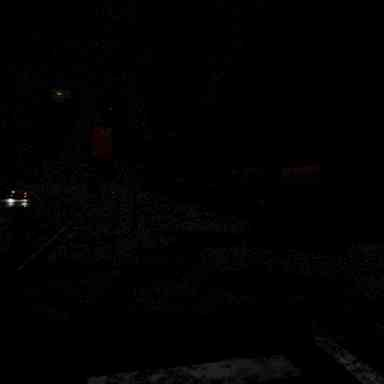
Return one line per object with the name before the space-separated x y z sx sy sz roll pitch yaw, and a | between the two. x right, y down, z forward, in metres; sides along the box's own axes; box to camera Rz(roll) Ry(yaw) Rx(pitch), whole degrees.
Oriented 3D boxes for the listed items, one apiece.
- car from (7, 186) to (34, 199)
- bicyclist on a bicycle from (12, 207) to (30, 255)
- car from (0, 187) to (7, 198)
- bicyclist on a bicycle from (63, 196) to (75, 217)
car | -23.356 0.009 45.953 2.097 1.767 4.553 2 1 -14
bicyclist on a bicycle | -6.110 1.362 11.866 0.582 1.620 1.656 2 0 -14
car | -26.511 0.020 45.160 2.128 1.511 4.902 2 1 -14
bicyclist on a bicycle | -9.321 1.073 25.114 0.866 1.612 1.509 2 1 -14
